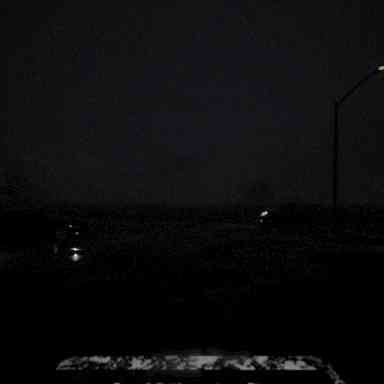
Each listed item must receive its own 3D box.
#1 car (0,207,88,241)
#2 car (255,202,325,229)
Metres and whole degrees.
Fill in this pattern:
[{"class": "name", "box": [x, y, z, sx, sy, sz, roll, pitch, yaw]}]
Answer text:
[{"class": "car", "box": [-7.731, 1.531, 16.473, 5.008, 1.535, 1.882, 0, 0, 0]}, {"class": "car", "box": [6.784, 1.507, 23.348, 4.553, 1.767, 2.097, 1, 0, 0]}]
